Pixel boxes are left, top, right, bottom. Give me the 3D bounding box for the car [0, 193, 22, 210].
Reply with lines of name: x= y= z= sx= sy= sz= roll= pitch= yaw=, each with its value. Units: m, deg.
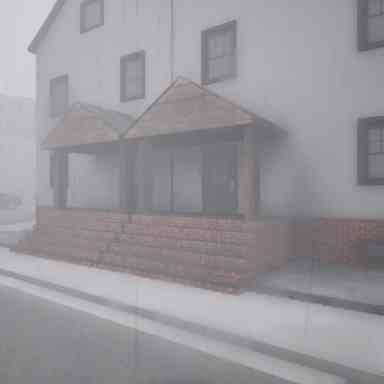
car: x=-16.240 y=0.892 z=26.553 sx=1.837 sy=1.490 sz=4.892 roll=0 pitch=7 yaw=35
